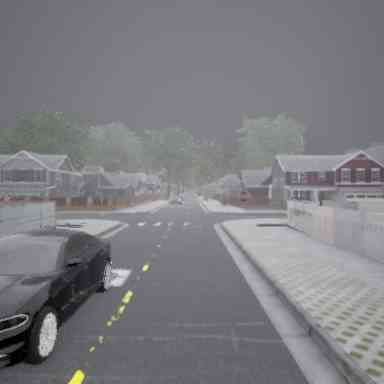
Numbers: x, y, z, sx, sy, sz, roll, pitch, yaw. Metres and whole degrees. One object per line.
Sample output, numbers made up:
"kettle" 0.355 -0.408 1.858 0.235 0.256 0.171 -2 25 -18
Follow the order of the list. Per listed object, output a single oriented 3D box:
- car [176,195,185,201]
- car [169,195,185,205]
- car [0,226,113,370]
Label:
"car" -2.736 1.428 80.777 2.128 1.511 4.902 0 0 0
"car" -2.740 1.286 55.672 2.097 1.767 4.553 0 -1 0
"car" -2.837 1.473 6.057 1.882 1.535 5.008 0 0 0
